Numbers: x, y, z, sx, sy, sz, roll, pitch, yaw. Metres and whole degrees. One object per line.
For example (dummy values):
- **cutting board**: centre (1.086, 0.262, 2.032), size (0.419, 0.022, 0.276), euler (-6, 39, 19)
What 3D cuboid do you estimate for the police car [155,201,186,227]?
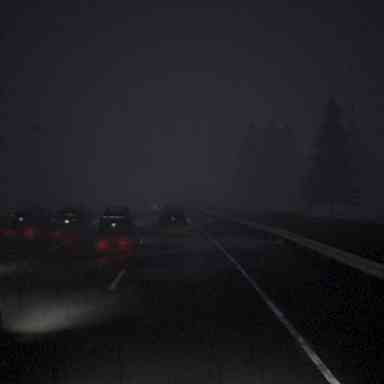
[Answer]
- **police car**: centre (-1.588, 1.628, 25.085), size (1.930, 1.638, 5.238), euler (0, 0, -7)

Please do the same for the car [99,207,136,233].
- **car**: centre (-4.655, 1.668, 21.168), size (2.128, 1.511, 4.902), euler (0, 0, -6)

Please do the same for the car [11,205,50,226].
- **car**: centre (-12.204, 1.746, 25.473), size (1.812, 1.442, 4.674), euler (0, 0, -7)

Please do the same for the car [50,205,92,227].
- **car**: centre (-8.528, 1.711, 24.283), size (1.837, 1.490, 4.892), euler (0, 0, -7)

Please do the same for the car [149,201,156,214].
- **car**: centre (-4.176, 1.860, 41.109), size (1.812, 1.442, 4.674), euler (0, -1, -11)

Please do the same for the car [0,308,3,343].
- **car**: centre (-3.508, 1.532, 2.660), size (1.837, 1.490, 4.892), euler (0, 0, -1)

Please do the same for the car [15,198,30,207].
- **car**: centre (-31.715, 2.018, 62.484), size (1.882, 1.535, 5.008), euler (0, 0, -19)
